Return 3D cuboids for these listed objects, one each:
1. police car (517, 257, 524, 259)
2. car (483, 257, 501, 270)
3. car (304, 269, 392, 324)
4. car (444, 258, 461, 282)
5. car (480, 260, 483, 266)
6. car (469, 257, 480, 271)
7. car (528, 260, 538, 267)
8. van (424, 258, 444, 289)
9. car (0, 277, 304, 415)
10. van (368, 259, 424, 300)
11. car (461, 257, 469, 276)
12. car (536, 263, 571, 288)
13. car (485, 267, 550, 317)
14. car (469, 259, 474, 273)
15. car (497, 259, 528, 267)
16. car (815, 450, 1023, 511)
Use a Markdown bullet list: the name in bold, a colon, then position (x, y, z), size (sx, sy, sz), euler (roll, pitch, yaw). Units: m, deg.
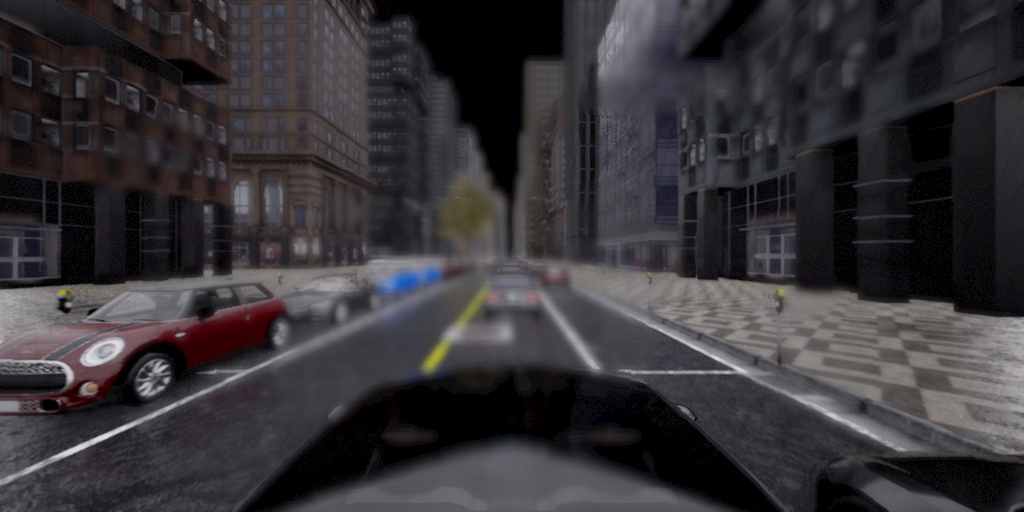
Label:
- **police car**: position (2.368, 1.208, 64.043), size (1.930, 1.638, 5.238), euler (0, 0, 0)
- **car**: position (-3.079, 1.252, 53.510), size (1.882, 1.535, 5.008), euler (0, 0, 0)
- **car**: position (-5.762, 1.304, 11.772), size (2.007, 1.370, 4.403), euler (0, 0, 0)
- **car**: position (-5.762, 1.076, 28.805), size (2.192, 1.841, 5.009), euler (0, 0, 0)
- **car**: position (-5.761, 1.324, 51.514), size (2.007, 1.370, 4.403), euler (0, 0, 0)
- **car**: position (-5.761, 1.084, 45.837), size (2.192, 1.841, 5.009), euler (0, 0, 0)
- **car**: position (2.763, 1.314, 34.489), size (2.007, 1.370, 4.403), euler (0, 0, 0)
- **van**: position (-5.762, 1.099, 23.127), size (1.690, 1.789, 3.998), euler (0, 0, 0)
- **car**: position (-5.762, 1.191, 6.095), size (1.967, 1.591, 4.097), euler (0, 0, 0)
- **van**: position (-5.762, 1.097, 17.450), size (1.690, 1.789, 3.998), euler (0, 0, 0)
- **car**: position (-5.761, 1.078, 34.482), size (2.192, 1.841, 5.009), euler (0, 0, 0)
- **car**: position (2.763, 1.340, 23.134), size (1.802, 1.307, 4.207), euler (0, 0, 0)
- **car**: position (0.046, 1.302, 13.121), size (2.033, 1.411, 5.357), euler (0, 0, 1)
- **car**: position (-5.761, 1.332, 40.160), size (1.948, 1.339, 4.313), euler (0, 0, 0)
- **car**: position (0.070, 1.255, 31.837), size (2.128, 1.511, 4.902), euler (0, 0, 0)
- **car**: position (2.763, 1.315, 0.423), size (1.948, 1.339, 4.313), euler (0, 0, 0)
